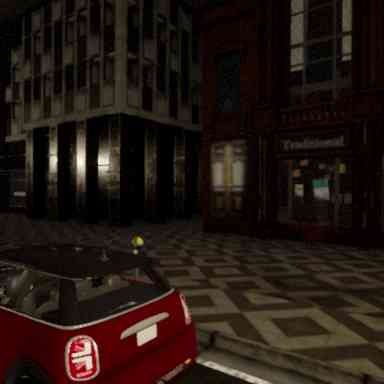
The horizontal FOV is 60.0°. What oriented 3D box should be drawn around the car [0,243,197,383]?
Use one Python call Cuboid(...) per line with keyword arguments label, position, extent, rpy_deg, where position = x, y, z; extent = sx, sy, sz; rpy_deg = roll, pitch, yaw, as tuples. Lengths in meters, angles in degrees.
Cuboid(label="car", position=(-2.023, 1.418, 4.400), extent=(4.097, 1.590, 1.967), rpy_deg=(0, 0, 35))
